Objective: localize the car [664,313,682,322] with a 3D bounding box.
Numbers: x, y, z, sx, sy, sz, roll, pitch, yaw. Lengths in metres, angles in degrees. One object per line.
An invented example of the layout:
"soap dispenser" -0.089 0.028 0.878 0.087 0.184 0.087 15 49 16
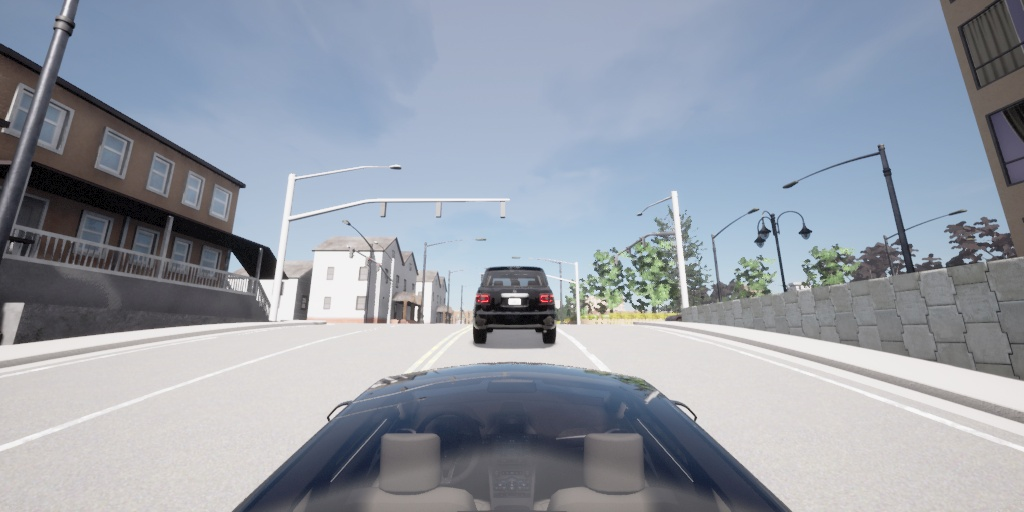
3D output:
"car" 15.895 5.451 31.708 4.553 1.767 2.097 0 -12 1

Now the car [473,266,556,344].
"car" 0.072 1.501 11.180 2.150 2.045 5.566 0 -7 0
